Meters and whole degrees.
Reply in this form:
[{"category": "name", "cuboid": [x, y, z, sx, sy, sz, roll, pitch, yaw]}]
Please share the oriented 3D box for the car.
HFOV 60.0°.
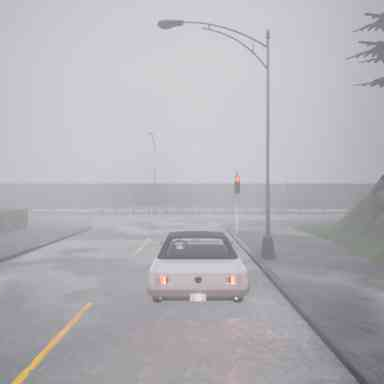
[{"category": "car", "cuboid": [0.117, 1.600, 8.175, 1.895, 1.301, 4.718, 0, 0, 0]}]
